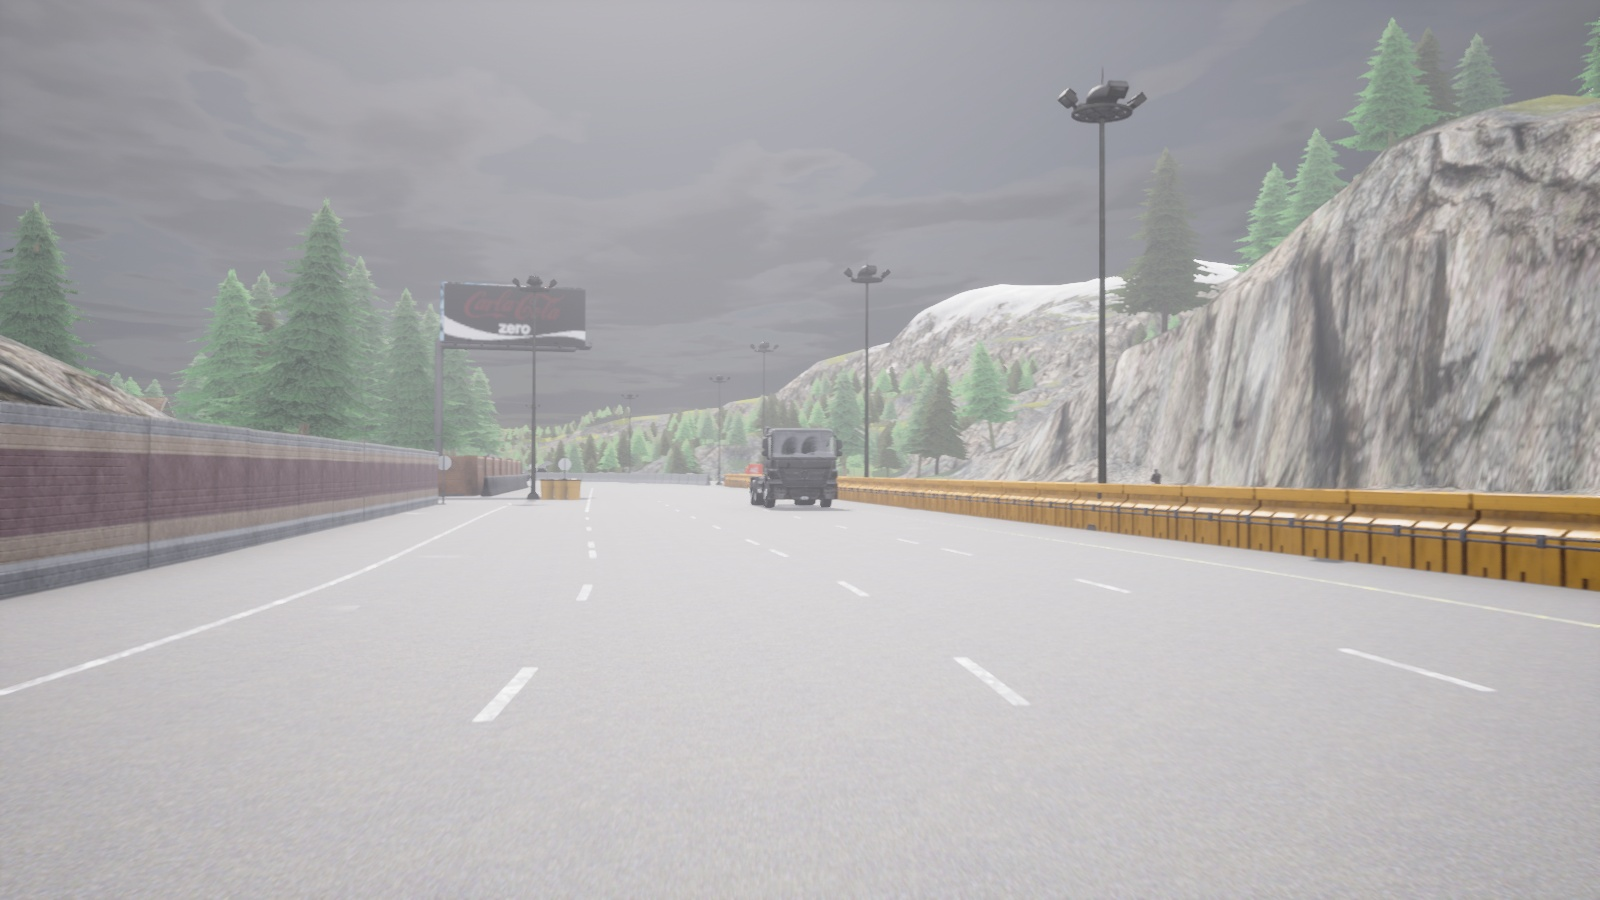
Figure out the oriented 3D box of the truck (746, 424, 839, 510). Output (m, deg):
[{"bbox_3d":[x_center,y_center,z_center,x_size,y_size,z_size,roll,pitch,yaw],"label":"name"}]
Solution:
[{"bbox_3d":[-0.455,0.759,55.182,2.891,3.462,7.936,0,-1,-9],"label":"truck"}]
